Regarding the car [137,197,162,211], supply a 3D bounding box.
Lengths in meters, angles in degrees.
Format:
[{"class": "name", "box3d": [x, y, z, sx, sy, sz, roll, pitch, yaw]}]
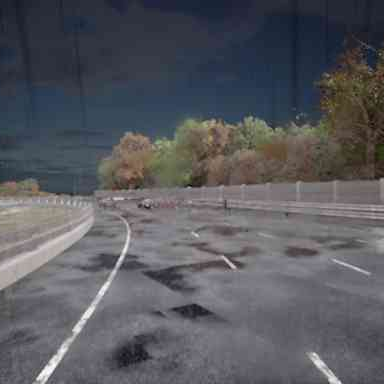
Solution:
[{"class": "car", "box3d": [-5.956, 1.734, 44.007, 1.895, 1.301, 4.718, 0, 0, -24]}]

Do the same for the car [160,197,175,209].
[{"class": "car", "box3d": [-4.210, 1.485, 48.436, 2.097, 1.767, 4.553, 0, 0, -25]}]

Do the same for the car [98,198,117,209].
[{"class": "car", "box3d": [-12.668, 1.675, 49.739, 2.128, 1.511, 4.902, 0, 0, -28]}]
